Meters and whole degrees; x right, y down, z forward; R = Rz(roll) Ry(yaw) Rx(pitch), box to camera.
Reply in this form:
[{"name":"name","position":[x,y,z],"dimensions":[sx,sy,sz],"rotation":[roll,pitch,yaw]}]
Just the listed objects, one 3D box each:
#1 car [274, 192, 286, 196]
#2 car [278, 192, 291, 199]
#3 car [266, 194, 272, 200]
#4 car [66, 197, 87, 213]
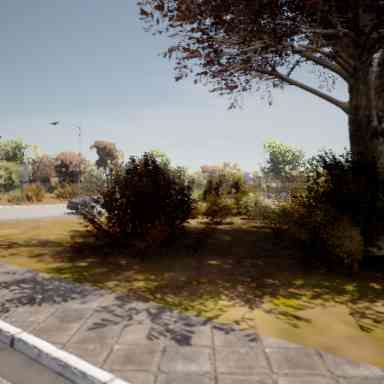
[{"name":"car","position":[22.282,1.250,81.033],"dimensions":[1.812,1.442,4.674],"rotation":[1,0,35]},{"name":"car","position":[25.408,0.923,91.411],"dimensions":[2.097,1.767,4.553],"rotation":[1,0,37]},{"name":"car","position":[19.396,1.185,83.012],"dimensions":[1.837,1.490,4.892],"rotation":[1,0,35]},{"name":"car","position":[-9.779,1.216,32.208],"dimensions":[1.837,1.490,4.892],"rotation":[1,0,33]}]
